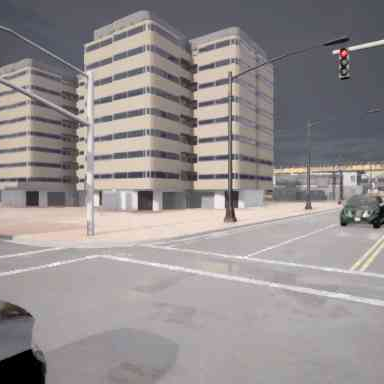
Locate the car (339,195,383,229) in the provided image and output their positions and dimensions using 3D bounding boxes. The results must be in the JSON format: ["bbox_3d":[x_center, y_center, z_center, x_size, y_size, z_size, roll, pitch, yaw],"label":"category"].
[{"bbox_3d":[11.404,1.246,22.008,2.150,2.045,5.566,0,0,35],"label":"car"}]

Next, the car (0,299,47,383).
[{"bbox_3d":[-3.154,1.494,1.431,2.128,1.511,4.902,0,0,35],"label":"car"}]
